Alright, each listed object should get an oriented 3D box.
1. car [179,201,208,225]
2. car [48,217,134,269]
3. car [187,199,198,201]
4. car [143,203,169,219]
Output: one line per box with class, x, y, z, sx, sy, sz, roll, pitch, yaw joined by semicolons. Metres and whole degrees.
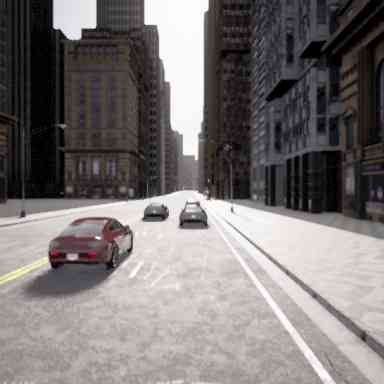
car;0.099;1.612;24.203;1.994;1.385;4.181;0;0;0
car;-3.150;1.546;11.080;1.812;1.442;4.674;0;0;0
car;0.100;1.583;42.056;2.128;1.511;4.902;0;0;0
car;-3.149;1.626;29.881;1.994;1.385;4.181;0;0;0
